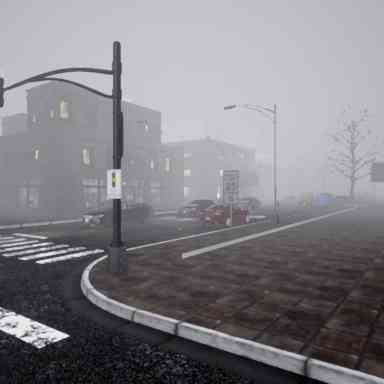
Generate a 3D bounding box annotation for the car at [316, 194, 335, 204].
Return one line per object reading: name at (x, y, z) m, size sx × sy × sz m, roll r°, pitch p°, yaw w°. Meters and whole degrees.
car at (22.180, 1.079, 54.948) m, size 1.882 × 1.535 × 5.008 m, roll 0°, pitch 0°, yaw 34°

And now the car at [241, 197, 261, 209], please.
car at (6.296, 1.287, 37.534) m, size 1.812 × 1.442 × 4.674 m, roll 0°, pitch 0°, yaw 35°

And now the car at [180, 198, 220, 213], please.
car at (0.911, 1.355, 34.291) m, size 2.008 × 1.369 × 4.403 m, roll 0°, pitch 1°, yaw 35°

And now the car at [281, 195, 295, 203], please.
car at (16.602, 1.201, 57.033) m, size 1.802 × 1.307 × 4.206 m, roll 0°, pitch 1°, yaw 35°

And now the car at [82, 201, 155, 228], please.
car at (-4.769, 1.384, 21.508) m, size 2.128 × 1.511 × 4.902 m, roll 0°, pitch 0°, yaw 35°

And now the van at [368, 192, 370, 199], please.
van at (36.053, 0.805, 70.467) m, size 1.690 × 1.788 × 3.998 m, roll 0°, pitch 1°, yaw 35°

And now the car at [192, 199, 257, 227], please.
car at (2.208, 1.403, 21.413) m, size 1.887 × 1.381 × 4.507 m, roll 0°, pitch 1°, yaw 35°

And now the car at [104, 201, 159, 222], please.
car at (-4.691, 1.452, 26.173) m, size 1.802 × 1.307 × 4.206 m, roll 0°, pitch 1°, yaw 35°

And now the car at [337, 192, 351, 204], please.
car at (23.500, 1.173, 52.274) m, size 1.947 × 1.339 × 4.313 m, roll 0°, pitch 1°, yaw 35°

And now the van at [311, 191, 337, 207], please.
van at (17.224, 1.021, 43.176) m, size 1.690 × 1.788 × 3.998 m, roll 0°, pitch 1°, yaw 35°

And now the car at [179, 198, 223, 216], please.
car at (0.733, 1.353, 29.477) m, size 1.812 × 1.442 × 4.674 m, roll 0°, pitch 0°, yaw 35°

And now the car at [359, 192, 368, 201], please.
car at (32.915, 0.939, 65.919) m, size 1.967 × 1.590 × 4.097 m, roll 0°, pitch 1°, yaw 35°

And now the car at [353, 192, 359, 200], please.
car at (26.638, 1.115, 56.823) m, size 1.887 × 1.381 × 4.507 m, roll 0°, pitch 1°, yaw 35°

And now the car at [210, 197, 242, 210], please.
car at (4.049, 1.333, 38.840) m, size 1.947 × 1.339 × 4.313 m, roll 0°, pitch 1°, yaw 35°

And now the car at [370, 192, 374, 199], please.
car at (39.191, 0.973, 75.017) m, size 1.887 × 1.381 × 4.507 m, roll 0°, pitch 1°, yaw 35°

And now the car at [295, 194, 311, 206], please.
car at (16.357, 1.270, 46.494) m, size 1.895 × 1.301 × 4.718 m, roll 0°, pitch 0°, yaw 35°

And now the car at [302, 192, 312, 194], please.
car at (22.878, 0.862, 66.129) m, size 2.192 × 1.841 × 5.009 m, roll 0°, pitch 1°, yaw 35°

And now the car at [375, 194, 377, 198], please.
car at (45.468, 0.799, 84.113) m, size 1.967 × 1.590 × 4.097 m, roll 0°, pitch 1°, yaw 35°
